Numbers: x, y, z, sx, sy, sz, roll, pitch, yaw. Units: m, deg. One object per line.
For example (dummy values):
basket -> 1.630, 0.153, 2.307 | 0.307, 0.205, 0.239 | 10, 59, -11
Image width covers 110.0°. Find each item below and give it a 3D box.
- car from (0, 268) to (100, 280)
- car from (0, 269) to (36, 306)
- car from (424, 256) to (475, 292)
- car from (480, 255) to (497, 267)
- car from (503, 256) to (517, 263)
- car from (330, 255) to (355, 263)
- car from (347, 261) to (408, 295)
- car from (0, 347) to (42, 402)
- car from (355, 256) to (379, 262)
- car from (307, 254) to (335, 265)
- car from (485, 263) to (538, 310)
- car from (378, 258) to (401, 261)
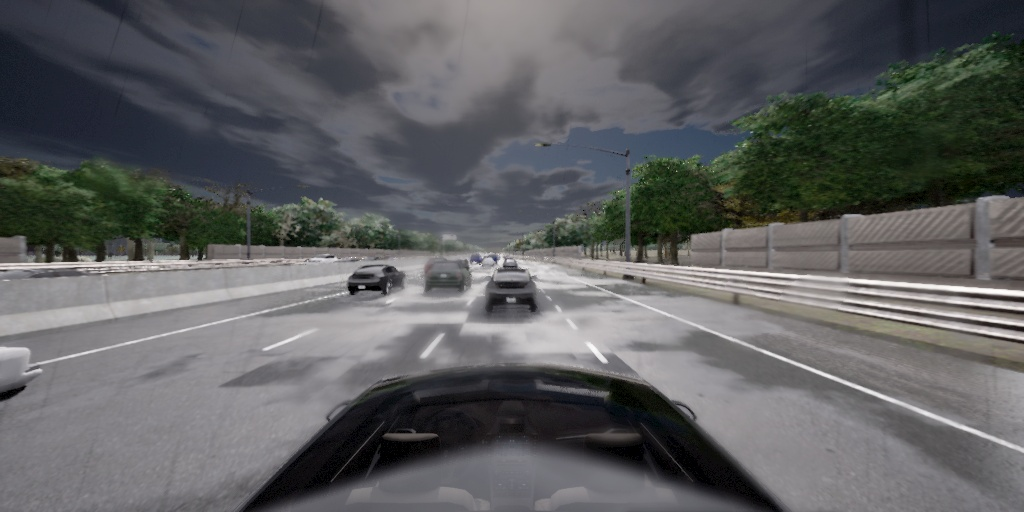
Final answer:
car -> -17.616, 1.229, 13.085 | 1.837, 1.490, 4.892 | 0, 0, 0
car -> -21.117, 1.274, 12.469 | 2.033, 1.411, 5.357 | 0, 0, 0
car -> -3.544, 1.034, 20.724 | 2.097, 1.767, 4.553 | 0, 0, 0
car -> -3.857, 1.013, 59.177 | 1.812, 1.442, 4.674 | 0, 0, -1
car -> -0.251, 1.101, 49.573 | 1.994, 1.385, 4.181 | 0, 0, -1
car -> -24.837, 1.009, 54.160 | 2.128, 1.511, 4.902 | 0, 0, 0
car -> -7.039, 1.197, 19.185 | 1.837, 1.490, 4.892 | 0, 0, 0
car -> -7.000, 1.353, 2.420 | 1.895, 1.301, 4.718 | 0, 0, 0
car -> -21.340, 0.867, 54.306 | 2.097, 1.767, 4.553 | 0, 0, 0
car -> -28.322, 0.740, 53.843 | 2.150, 2.045, 5.566 | 0, 0, 0
car -> -0.023, 1.221, 14.394 | 1.837, 1.490, 4.892 | 0, 0, 0
car -> -17.829, 1.063, 54.221 | 2.033, 1.411, 5.357 | 0, 0, 0
